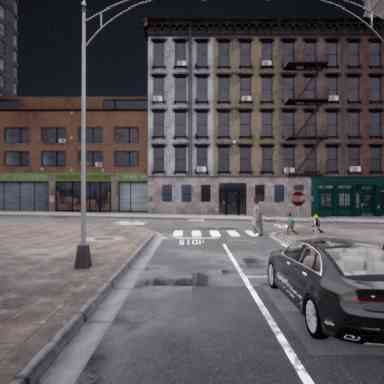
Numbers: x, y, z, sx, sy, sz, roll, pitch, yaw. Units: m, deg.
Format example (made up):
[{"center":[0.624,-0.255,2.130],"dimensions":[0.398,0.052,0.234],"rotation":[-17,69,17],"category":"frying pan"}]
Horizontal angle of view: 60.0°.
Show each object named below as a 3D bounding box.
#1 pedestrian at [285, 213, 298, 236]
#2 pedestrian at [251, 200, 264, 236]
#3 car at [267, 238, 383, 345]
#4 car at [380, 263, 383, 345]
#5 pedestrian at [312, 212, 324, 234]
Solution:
[{"center":[4.688,1.518,15.672],"dimensions":[0.500,1.100,0.500],"rotation":[0,0,0],"category":"pedestrian"},{"center":[3.327,1.292,16.873],"dimensions":[0.375,1.860,0.375],"rotation":[0,0,0],"category":"pedestrian"},{"center":[2.638,1.550,6.349],"dimensions":[2.008,1.369,4.403],"rotation":[0,0,0],"category":"car"},{"center":[2.644,1.440,0.845],"dimensions":[1.967,1.590,4.097],"rotation":[0,0,0],"category":"car"},{"center":[6.107,1.520,16.272],"dimensions":[0.500,1.100,0.500],"rotation":[0,0,0],"category":"pedestrian"}]
